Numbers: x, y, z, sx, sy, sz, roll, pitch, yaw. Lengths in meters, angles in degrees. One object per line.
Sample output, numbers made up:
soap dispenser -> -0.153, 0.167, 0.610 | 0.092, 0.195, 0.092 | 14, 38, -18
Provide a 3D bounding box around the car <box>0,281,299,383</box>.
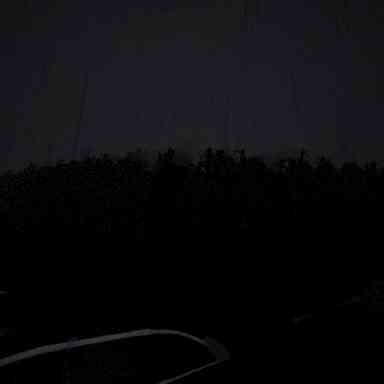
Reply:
car -> -1.367, 1.492, 2.096 | 4.902, 1.511, 2.128 | 1, 0, -35
